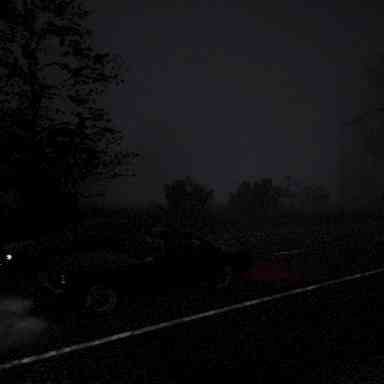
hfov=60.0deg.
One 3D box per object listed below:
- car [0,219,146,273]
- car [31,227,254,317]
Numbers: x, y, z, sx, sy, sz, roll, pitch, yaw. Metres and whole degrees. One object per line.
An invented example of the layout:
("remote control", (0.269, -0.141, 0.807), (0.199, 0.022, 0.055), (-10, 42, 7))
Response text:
("car", (-2.954, 1.568, 10.439), (5.357, 1.411, 2.033), (1, 0, -35))
("car", (-0.881, 1.624, 7.612), (4.718, 1.301, 1.895), (1, 0, -35))
